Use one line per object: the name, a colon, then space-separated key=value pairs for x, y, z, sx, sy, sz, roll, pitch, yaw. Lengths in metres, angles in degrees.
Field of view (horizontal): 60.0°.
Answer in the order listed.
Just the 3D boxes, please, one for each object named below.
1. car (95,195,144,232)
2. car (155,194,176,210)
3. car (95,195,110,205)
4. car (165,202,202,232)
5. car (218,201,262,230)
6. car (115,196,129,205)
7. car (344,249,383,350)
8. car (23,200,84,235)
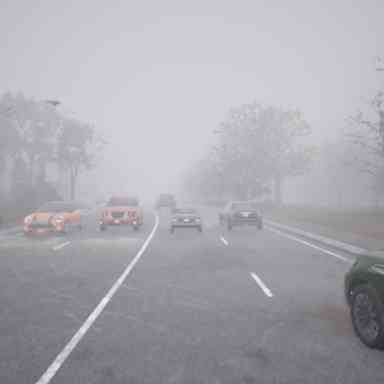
car: x=-4.204 y=1.225 z=20.626 sx=2.150 sy=2.045 sz=5.566 roll=0 pitch=0 yaw=-4
car: x=-3.446 y=1.231 z=42.451 sx=2.150 sy=2.045 sz=5.566 roll=0 pitch=0 yaw=-12
car: x=-15.925 y=1.346 z=58.860 sx=2.097 sy=1.767 sz=4.553 roll=0 pitch=0 yaw=-21
car: x=-0.451 y=1.552 z=20.132 sx=2.033 sy=1.411 sz=5.357 roll=0 pitch=0 yaw=-4
car: x=2.955 y=1.357 z=21.243 sx=2.097 sy=1.767 sz=4.553 roll=0 pitch=0 yaw=-4
car: x=-12.727 y=1.528 z=60.363 sx=1.812 sy=1.442 sz=4.674 roll=0 pitch=0 yaw=-21
car: x=3.574 y=1.221 z=3.077 sx=2.150 sy=2.045 sz=5.566 roll=0 pitch=0 yaw=0
car: x=-7.622 y=1.356 z=18.707 sx=2.097 sy=1.767 sz=4.553 roll=0 pitch=0 yaw=-4
